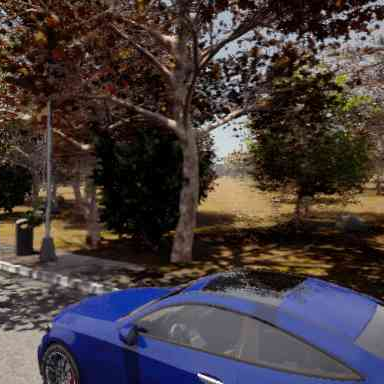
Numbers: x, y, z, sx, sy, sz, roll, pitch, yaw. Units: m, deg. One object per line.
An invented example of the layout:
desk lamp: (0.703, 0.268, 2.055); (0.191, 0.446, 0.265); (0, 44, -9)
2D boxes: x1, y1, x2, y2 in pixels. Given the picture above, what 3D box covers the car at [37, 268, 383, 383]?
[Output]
car: (0.414, 1.535, 3.265); (4.674, 1.442, 1.812); (0, 0, 35)
